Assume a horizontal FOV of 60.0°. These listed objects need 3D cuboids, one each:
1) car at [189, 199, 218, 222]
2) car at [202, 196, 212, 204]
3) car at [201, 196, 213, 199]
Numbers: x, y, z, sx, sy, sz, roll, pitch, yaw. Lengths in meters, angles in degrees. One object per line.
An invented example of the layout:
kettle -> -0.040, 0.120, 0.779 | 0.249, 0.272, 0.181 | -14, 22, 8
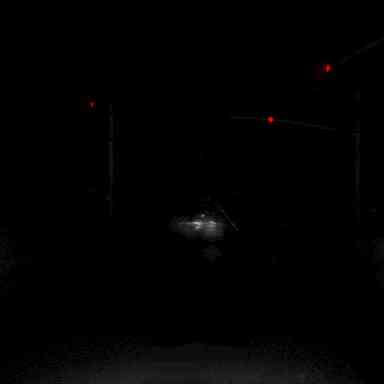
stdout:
car -> 0.967, 1.527, 25.848 | 1.994, 1.385, 4.181 | 0, 0, 6
car -> 2.883, 1.470, 62.339 | 1.837, 1.490, 4.892 | 0, 0, 3
car -> 1.854, 1.488, 42.118 | 1.812, 1.442, 4.674 | 0, 0, 3
